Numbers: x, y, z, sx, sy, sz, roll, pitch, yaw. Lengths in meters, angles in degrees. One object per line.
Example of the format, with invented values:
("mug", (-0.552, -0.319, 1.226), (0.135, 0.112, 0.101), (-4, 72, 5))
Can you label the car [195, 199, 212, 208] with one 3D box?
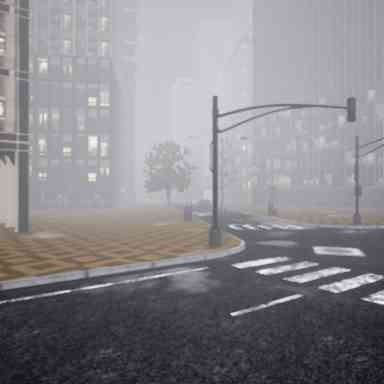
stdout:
("car", (2.192, 1.986, 57.384), (1.837, 1.490, 4.892), (0, 0, -7))

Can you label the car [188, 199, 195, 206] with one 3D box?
("car", (0.382, 2.139, 71.128), (1.812, 1.442, 4.674), (0, -1, -7))
